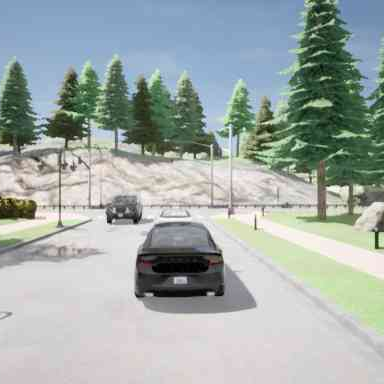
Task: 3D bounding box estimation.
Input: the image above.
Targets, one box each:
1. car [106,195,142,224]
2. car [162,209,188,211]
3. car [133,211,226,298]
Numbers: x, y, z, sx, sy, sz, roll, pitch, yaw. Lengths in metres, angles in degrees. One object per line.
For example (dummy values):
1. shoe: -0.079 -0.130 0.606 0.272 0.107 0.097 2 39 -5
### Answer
1. car: -5.004 1.222 25.179 2.150 2.045 5.566 0 0 -4
2. car: -0.978 1.596 18.989 1.895 1.301 4.718 0 0 -4
3. car: -0.340 1.475 8.599 1.882 1.535 5.008 0 0 -3
